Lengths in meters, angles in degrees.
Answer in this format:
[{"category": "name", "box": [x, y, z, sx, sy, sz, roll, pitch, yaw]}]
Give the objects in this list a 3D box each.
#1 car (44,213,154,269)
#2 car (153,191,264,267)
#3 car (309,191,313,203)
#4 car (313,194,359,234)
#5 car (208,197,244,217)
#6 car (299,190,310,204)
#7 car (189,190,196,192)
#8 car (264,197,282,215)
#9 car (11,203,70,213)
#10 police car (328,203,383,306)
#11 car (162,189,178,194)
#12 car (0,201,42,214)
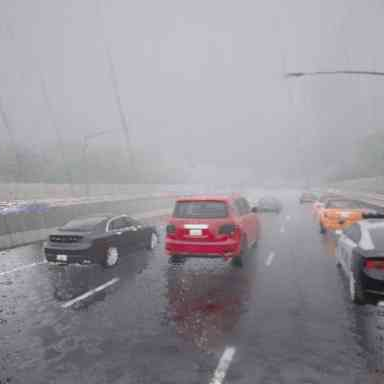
[{"category": "car", "box": [-2.741, 1.475, 11.218, 1.837, 1.490, 4.892, -1, 1, 18]}, {"category": "car", "box": [0.939, 1.108, 11.229, 2.150, 2.045, 5.566, -1, 0, 18]}, {"category": "car", "box": [9.351, 0.933, 22.593, 2.097, 1.767, 4.553, -1, 1, 18]}, {"category": "car", "box": [7.481, 1.037, 16.893, 2.097, 1.767, 4.553, -1, 1, 18]}, {"category": "car", "box": [3.114, 1.199, 29.069, 2.033, 1.411, 5.357, -1, 1, 18]}, {"category": "car", "box": [14.542, 0.769, 41.728, 1.994, 1.385, 4.181, -1, 1, 19]}, {"category": "car", "box": [0.063, 0.568, 65.075, 2.097, 1.767, 4.553, -1, 1, 19]}, {"category": "car", "box": [6.543, 1.145, 28.295, 1.994, 1.385, 4.181, -1, 1, 18]}, {"category": "car", "box": [-9.951, 1.619, 23.558, 1.895, 1.301, 4.718, -1, 1, 18]}, {"category": "police car", "box": [4.412, 1.266, 7.527, 1.930, 1.638, 5.238, -1, 1, 18]}, {"category": "car", "box": [-4.282, 0.566, 63.102, 2.150, 2.045, 5.566, -1, 1, 19]}, {"category": "car", "box": [-12.814, 1.535, 26.069, 1.882, 1.535, 5.008, -1, 1, 18]}]
